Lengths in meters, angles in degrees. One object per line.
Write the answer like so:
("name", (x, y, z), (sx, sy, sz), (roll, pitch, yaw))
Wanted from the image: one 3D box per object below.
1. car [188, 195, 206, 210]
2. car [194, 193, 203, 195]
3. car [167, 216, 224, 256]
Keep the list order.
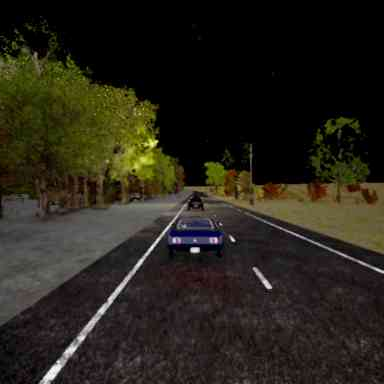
("car", (0.482, 1.455, 41.590), (1.882, 1.535, 5.008), (0, 0, 1))
("car", (0.783, 1.454, 65.948), (1.837, 1.490, 4.892), (0, 0, 1))
("car", (0.129, 1.598, 12.994), (1.895, 1.301, 4.718), (0, 0, 1))
